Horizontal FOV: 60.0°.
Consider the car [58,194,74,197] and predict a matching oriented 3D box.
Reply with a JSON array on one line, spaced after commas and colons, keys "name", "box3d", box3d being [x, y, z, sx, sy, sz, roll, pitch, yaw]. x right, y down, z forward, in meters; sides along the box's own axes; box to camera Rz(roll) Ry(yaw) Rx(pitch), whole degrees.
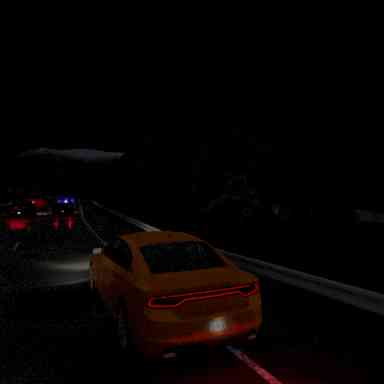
[{"name": "car", "box3d": [-15.588, 1.221, 41.381, 2.150, 2.045, 5.566, 0, 0, -19]}]

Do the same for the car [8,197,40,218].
[{"name": "car", "box3d": [-15.288, 1.505, 30.091, 1.837, 1.490, 4.892, 0, 0, -20]}]

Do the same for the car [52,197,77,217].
[{"name": "car", "box3d": [-12.119, 1.491, 31.495, 2.128, 1.511, 4.902, 0, 0, -19]}]

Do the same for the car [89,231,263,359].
[{"name": "car", "box3d": [-0.725, 1.478, 6.312, 1.882, 1.535, 5.008, 0, 0, -25]}]

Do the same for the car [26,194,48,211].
[{"name": "car", "box3d": [-18.748, 1.221, 39.973, 2.150, 2.045, 5.566, 0, 0, -19]}]
